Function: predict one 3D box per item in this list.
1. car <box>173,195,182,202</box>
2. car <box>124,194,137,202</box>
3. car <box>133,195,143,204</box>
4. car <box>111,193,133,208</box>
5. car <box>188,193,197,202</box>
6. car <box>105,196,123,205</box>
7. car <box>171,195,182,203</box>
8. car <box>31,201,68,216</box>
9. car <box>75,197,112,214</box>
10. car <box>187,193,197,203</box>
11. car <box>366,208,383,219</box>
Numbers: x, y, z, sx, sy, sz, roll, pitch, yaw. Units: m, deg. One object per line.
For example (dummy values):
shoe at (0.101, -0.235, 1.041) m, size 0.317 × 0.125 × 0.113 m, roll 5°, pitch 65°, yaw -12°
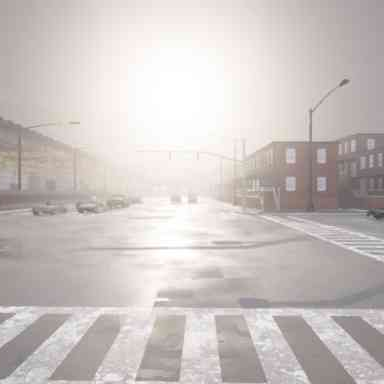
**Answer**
car at (-3.426, 1.478, 80.557) m, size 1.882 × 1.535 × 5.008 m, roll 0°, pitch 0°, yaw 0°
car at (-13.931, 1.334, 75.389) m, size 1.882 × 1.535 × 5.008 m, roll 0°, pitch 0°, yaw 0°
car at (-10.494, 1.506, 62.905) m, size 1.837 × 1.490 × 4.892 m, roll 0°, pitch 0°, yaw 1°
car at (-10.544, 1.220, 48.158) m, size 2.150 × 2.045 × 5.566 m, roll 0°, pitch 0°, yaw 0°
car at (0.074, 1.225, 80.334) m, size 2.150 × 2.045 × 5.566 m, roll 0°, pitch 0°, yaw 0°
car at (-14.007, 1.493, 60.004) m, size 2.128 × 1.511 × 4.902 m, roll 0°, pitch 0°, yaw 0°
car at (-3.368, 1.353, 70.271) m, size 2.097 × 1.767 × 4.553 m, roll 0°, pitch 0°, yaw 0°
car at (-14.066, 1.601, 33.085) m, size 1.895 × 1.301 × 4.718 m, roll 0°, pitch 0°, yaw 0°
car at (-10.562, 1.547, 35.572) m, size 2.033 × 1.411 × 5.357 m, roll 0°, pitch 0°, yaw 0°
car at (0.163, 1.548, 69.605) m, size 2.033 × 1.411 × 5.357 m, roll 0°, pitch 0°, yaw 0°
car at (17.060, 1.547, 26.712) m, size 5.357 × 1.411 × 2.033 m, roll 0°, pitch 0°, yaw 0°
